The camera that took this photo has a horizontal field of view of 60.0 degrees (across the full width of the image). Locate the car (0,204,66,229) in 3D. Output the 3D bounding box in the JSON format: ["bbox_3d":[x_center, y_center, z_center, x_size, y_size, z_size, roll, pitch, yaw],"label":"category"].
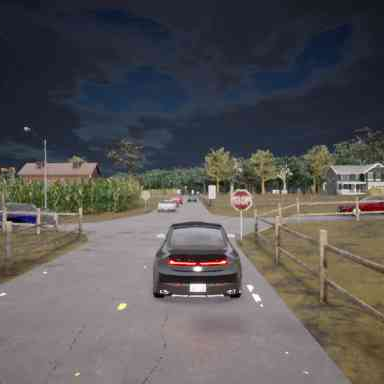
[{"bbox_3d":[-11.195,1.582,22.927,4.553,1.767,2.097,-1,-2,-4],"label":"car"}]

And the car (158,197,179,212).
[{"bbox_3d":[-2.823,1.581,38.023,1.895,1.301,4.718,0,0,0],"label":"car"}]

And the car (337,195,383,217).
[{"bbox_3d":[13.784,1.026,25.537,5.008,1.535,1.882,-2,-2,0],"label":"car"}]

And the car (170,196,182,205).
[{"bbox_3d":[-2.805,1.569,47.613,1.895,1.301,4.718,0,0,0],"label":"car"}]

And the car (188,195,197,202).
[{"bbox_3d":[0.060,1.491,70.349,1.994,1.385,4.181,0,0,0],"label":"car"}]

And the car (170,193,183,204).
[{"bbox_3d":[-2.785,1.179,59.902,2.150,2.045,5.566,0,0,-1],"label":"car"}]

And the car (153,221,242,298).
[{"bbox_3d":[0.106,1.508,8.522,1.837,1.490,4.892,0,0,0],"label":"car"}]

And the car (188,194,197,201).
[{"bbox_3d":[0.071,1.309,80.362,2.033,1.411,5.357,0,0,0],"label":"car"}]
